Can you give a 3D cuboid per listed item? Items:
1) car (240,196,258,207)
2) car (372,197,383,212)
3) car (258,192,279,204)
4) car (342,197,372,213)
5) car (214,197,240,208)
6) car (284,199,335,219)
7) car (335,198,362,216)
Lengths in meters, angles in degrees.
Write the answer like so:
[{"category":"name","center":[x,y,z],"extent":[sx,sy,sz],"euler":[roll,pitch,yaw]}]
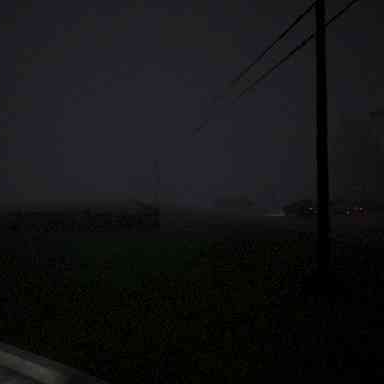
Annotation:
[{"category":"car","center":[7.571,1.453,50.270],"extent":[2.033,1.411,5.357],"euler":[-1,0,-14]},{"category":"car","center":[18.595,1.252,34.737],"extent":[2.128,1.511,4.902],"euler":[-1,0,-14]},{"category":"car","center":[12.935,1.059,57.757],"extent":[2.150,2.045,5.566],"euler":[-1,0,-14]},{"category":"car","center":[15.284,1.308,33.547],"extent":[1.837,1.490,4.892],"euler":[-1,0,-14]},{"category":"car","center":[4.635,1.421,47.553],"extent":[1.882,1.535,5.008],"euler":[-1,0,-14]},{"category":"car","center":[9.476,1.403,27.854],"extent":[1.812,1.442,4.674],"euler":[-1,0,-14]},{"category":"car","center":[12.550,1.439,30.013],"extent":[1.895,1.301,4.718],"euler":[-1,0,-14]}]
